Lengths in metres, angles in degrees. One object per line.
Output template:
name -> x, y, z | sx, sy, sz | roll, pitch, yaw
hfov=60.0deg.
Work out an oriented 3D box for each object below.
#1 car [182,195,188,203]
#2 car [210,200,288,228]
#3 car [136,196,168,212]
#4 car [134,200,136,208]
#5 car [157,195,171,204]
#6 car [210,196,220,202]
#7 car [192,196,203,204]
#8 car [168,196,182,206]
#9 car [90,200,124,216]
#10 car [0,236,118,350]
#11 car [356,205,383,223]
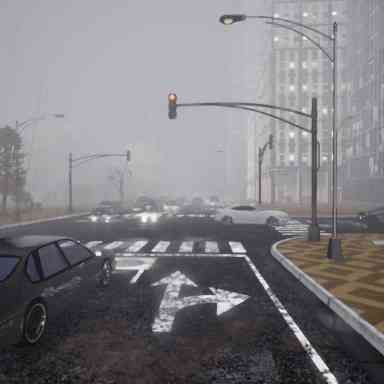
car -> -1.862, 1.474, 69.641 | 1.882, 1.535, 5.008 | 0, 0, 5
car -> 3.744, 1.462, 21.389 | 4.674, 1.442, 1.812 | 0, 1, 22
car -> -4.510, 1.480, 38.184 | 2.128, 1.511, 4.902 | 0, 0, 4
car -> -6.962, 1.343, 48.203 | 2.097, 1.767, 4.553 | 0, 0, 5
car -> -5.504, 1.474, 65.354 | 1.882, 1.535, 5.008 | 0, 0, 5
car -> 4.632, 1.479, 68.077 | 1.882, 1.535, 5.008 | 0, 0, 5
car -> 1.150, 1.563, 65.349 | 1.994, 1.385, 4.181 | 0, 0, 5
car -> -3.216, 1.594, 54.106 | 1.895, 1.301, 4.718 | 0, 0, 5
car -> -8.217, 1.538, 32.827 | 2.033, 1.411, 5.357 | 0, 0, 5
car -> -3.049, 1.546, 6.262 | 2.033, 1.411, 5.357 | 0, 0, 5
car -> 14.408, 1.388, 22.961 | 5.357, 1.411, 2.033 | 0, 0, 5
